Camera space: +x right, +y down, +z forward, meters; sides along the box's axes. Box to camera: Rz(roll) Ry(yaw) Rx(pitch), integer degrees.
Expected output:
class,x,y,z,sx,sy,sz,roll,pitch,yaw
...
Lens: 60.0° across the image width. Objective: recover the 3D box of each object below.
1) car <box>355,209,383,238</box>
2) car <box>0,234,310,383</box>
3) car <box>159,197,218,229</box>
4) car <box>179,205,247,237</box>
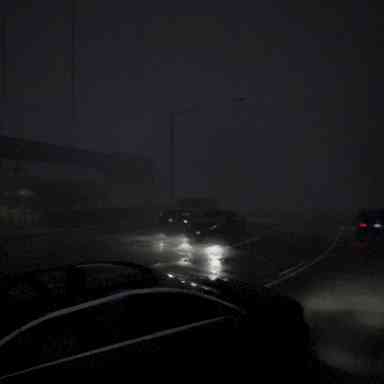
class,x,y,z,sx,sy,sz,roll,pitch,yaw
car,9.834,1.644,17.831,2.033,1.411,5.357,0,0,27
car,-0.720,1.509,3.404,4.902,1.511,2.128,0,0,-38
car,0.029,1.341,22.048,2.150,2.045,5.566,0,-1,28
car,1.422,1.617,17.382,1.812,1.442,4.674,0,-1,29
